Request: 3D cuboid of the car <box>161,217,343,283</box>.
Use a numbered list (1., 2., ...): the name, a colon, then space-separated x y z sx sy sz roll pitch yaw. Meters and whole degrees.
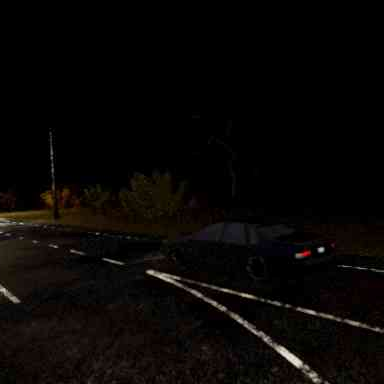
1. car: 1.301 1.448 9.418 2.033 1.411 5.357 -3 0 -41
